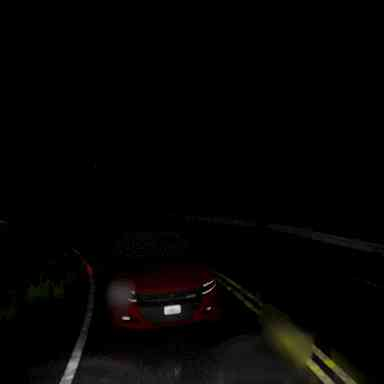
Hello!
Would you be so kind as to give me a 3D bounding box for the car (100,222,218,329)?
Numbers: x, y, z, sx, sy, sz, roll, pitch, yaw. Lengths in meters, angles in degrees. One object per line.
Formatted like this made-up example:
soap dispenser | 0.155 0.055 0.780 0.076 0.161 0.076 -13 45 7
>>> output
car | -0.977 1.502 7.364 1.882 1.535 5.008 -1 0 -16
